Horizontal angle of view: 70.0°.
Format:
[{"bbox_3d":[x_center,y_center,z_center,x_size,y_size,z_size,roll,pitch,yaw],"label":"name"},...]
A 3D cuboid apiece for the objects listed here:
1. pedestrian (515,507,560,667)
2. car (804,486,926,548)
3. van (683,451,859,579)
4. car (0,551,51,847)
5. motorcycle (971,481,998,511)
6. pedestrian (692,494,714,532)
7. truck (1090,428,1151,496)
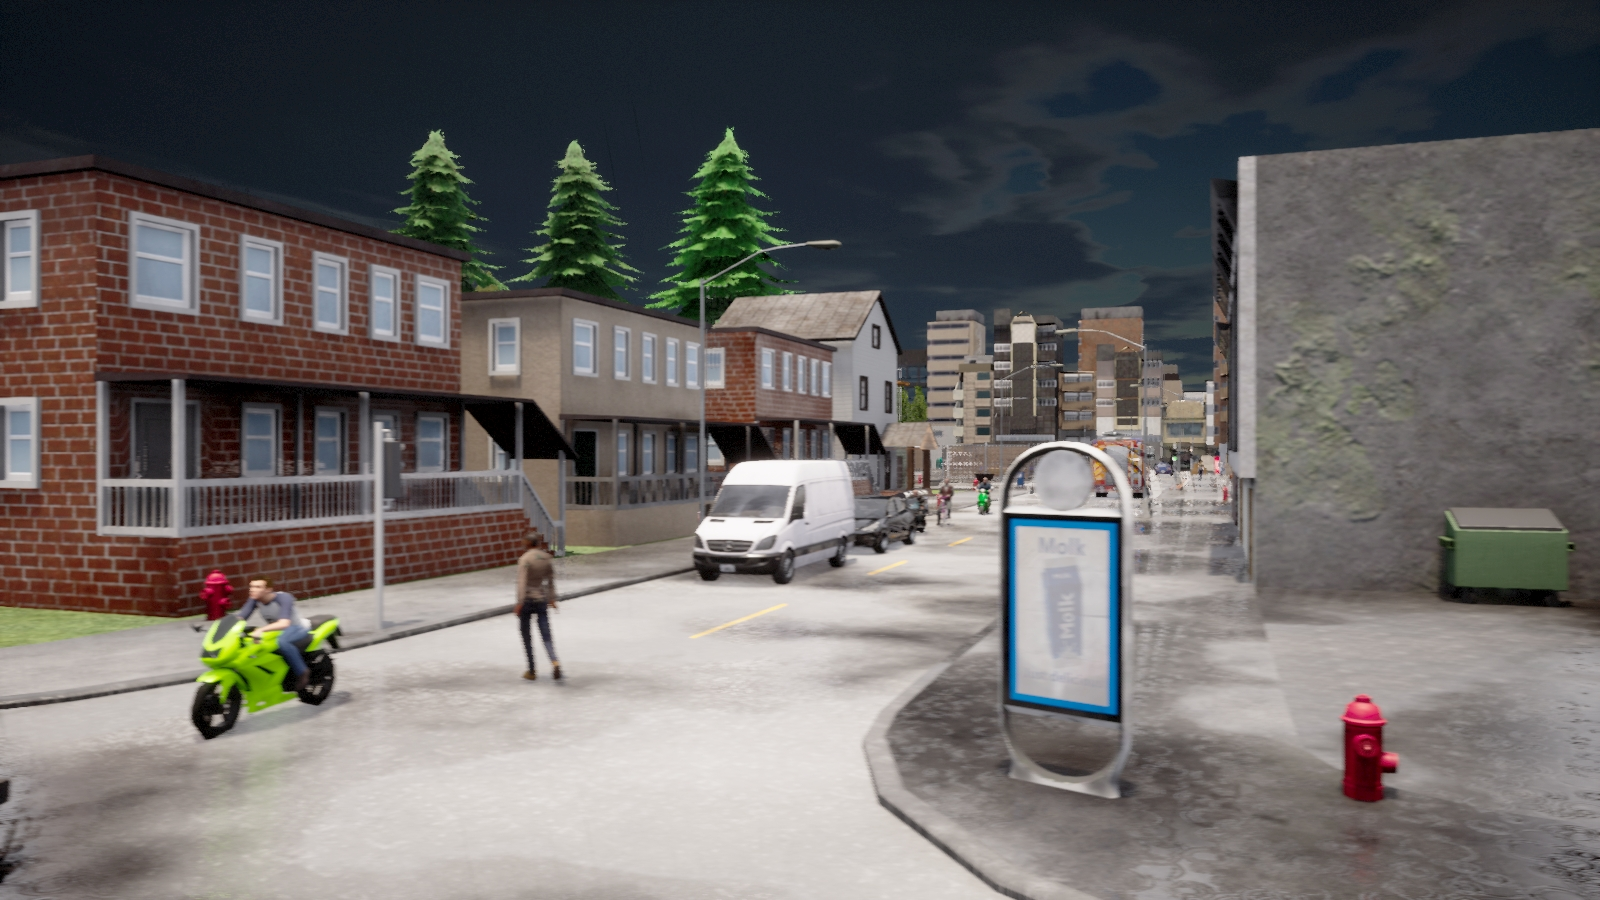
[{"bbox_3d":[-3.156,1.630,13.738,0.375,1.860,0.375,0,0,45],"label":"pedestrian"},{"bbox_3d":[1.962,1.844,32.730,2.163,1.488,4.792,0,0,20],"label":"car"},{"bbox_3d":[-0.478,1.316,26.053,1.988,2.561,5.915,0,0,20],"label":"van"},{"bbox_3d":[-6.077,1.640,6.002,1.905,1.878,3.866,0,0,-3],"label":"car"},{"bbox_3d":[7.957,1.963,49.186,0.856,1.236,1.805,0,0,20],"label":"motorcycle"},{"bbox_3d":[-2.953,1.906,34.718,0.500,1.100,0.500,0,0,19],"label":"pedestrian"},{"bbox_3d":[19.390,0.672,68.735,2.891,3.827,8.468,0,0,20],"label":"truck"}]
